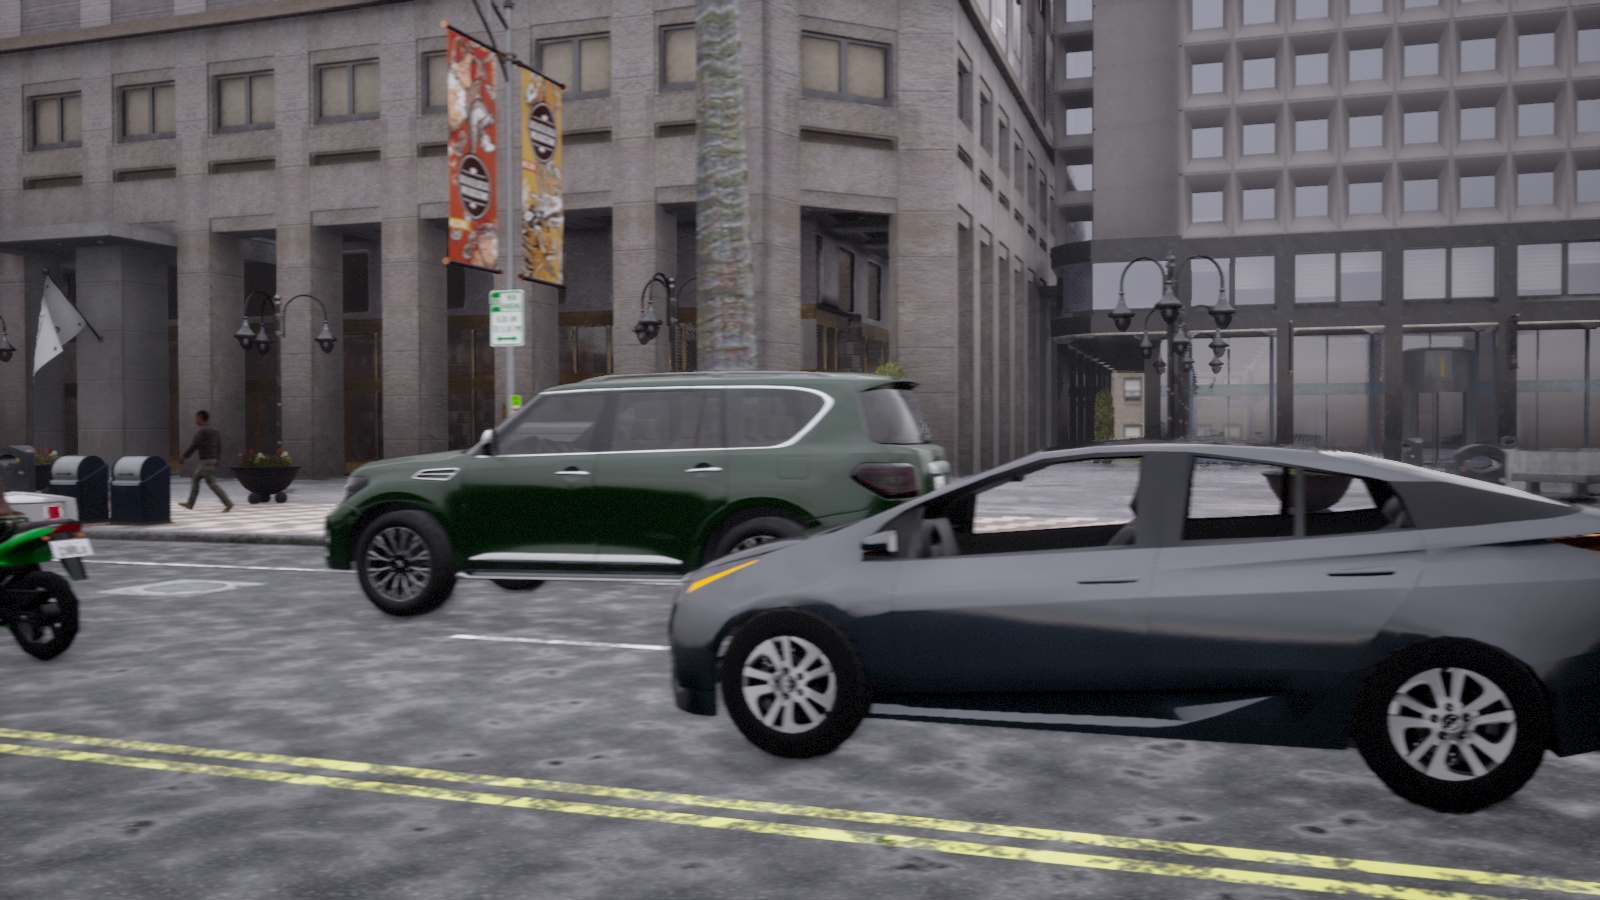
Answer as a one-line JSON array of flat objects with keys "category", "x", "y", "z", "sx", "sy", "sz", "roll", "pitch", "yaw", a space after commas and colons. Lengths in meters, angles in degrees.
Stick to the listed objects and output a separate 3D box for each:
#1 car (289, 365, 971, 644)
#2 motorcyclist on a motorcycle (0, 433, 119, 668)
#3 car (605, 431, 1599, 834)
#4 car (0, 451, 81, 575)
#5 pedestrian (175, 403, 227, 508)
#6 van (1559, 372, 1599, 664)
[{"category": "car", "x": -1.457, "y": 0.363, "z": 11.069, "sx": 5.566, "sy": 2.045, "sz": 2.150, "roll": 1, "pitch": 1, "yaw": 18}, {"category": "motorcyclist on a motorcycle", "x": -5.946, "y": 0.644, "z": 8.884, "sx": 2.044, "sy": 1.523, "sz": 0.797, "roll": 1, "pitch": 1, "yaw": 19}, {"category": "car", "x": 1.506, "y": 0.677, "z": 6.378, "sx": 4.514, "sy": 1.525, "sz": 2.007, "roll": 1, "pitch": 1, "yaw": 19}, {"category": "car", "x": -10.720, "y": 0.660, "z": 14.171, "sx": 4.718, "sy": 1.301, "sz": 1.895, "roll": 1, "pitch": 1, "yaw": 19}, {"category": "pedestrian", "x": -10.562, "y": 0.089, "z": 22.142, "sx": 0.703, "sy": 1.840, "sz": 0.431, "roll": 0, "pitch": 1, "yaw": 2}, {"category": "van", "x": 7.614, "y": 0.480, "z": 8.009, "sx": 4.442, "sy": 1.987, "sz": 1.775, "roll": 1, "pitch": 1, "yaw": 19}]
